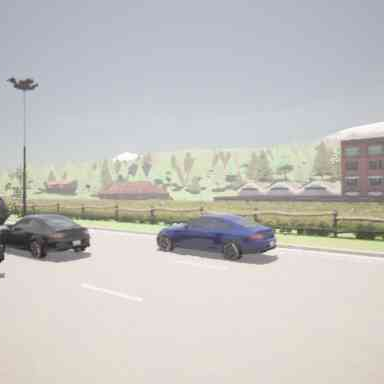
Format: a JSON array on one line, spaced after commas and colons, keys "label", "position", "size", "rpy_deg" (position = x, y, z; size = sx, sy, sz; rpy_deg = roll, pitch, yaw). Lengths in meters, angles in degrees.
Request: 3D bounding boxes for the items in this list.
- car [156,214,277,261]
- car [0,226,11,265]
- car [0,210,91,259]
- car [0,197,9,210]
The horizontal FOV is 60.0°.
[{"label": "car", "position": [0.775, 1.548, 12.271], "size": [4.674, 1.442, 1.812], "rpy_deg": [0, 0, 37]}, {"label": "car", "position": [-7.408, 1.664, 9.621], "size": [4.718, 1.301, 1.895], "rpy_deg": [0, 0, 37]}, {"label": "car", "position": [-5.800, 1.587, 12.787], "size": [4.674, 1.442, 1.812], "rpy_deg": [0, 0, 37]}, {"label": "car", "position": [-15.596, 1.366, 24.401], "size": [5.566, 2.045, 2.150], "rpy_deg": [0, 0, 37]}]
